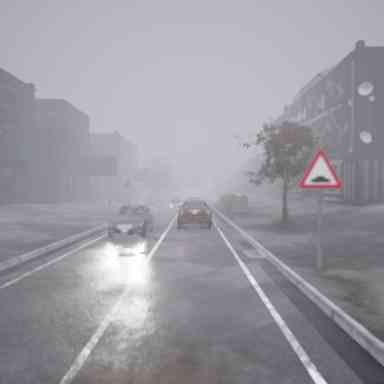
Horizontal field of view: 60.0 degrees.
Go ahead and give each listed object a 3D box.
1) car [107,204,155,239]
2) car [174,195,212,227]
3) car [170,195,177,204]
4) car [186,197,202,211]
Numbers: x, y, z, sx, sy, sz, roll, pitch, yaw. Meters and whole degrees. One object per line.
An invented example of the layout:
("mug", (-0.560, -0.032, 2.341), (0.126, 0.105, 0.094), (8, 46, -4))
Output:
("car", (-3.036, 1.432, 17.364), (2.128, 1.511, 4.902), (0, 1, 0))
("car", (0.175, 1.278, 21.771), (2.097, 1.767, 4.553), (0, -1, 0))
("car", (-2.830, 1.357, 58.668), (1.837, 1.490, 4.892), (0, 0, 1))
("car", (0.248, 1.385, 40.306), (1.837, 1.490, 4.892), (0, 0, 0))
